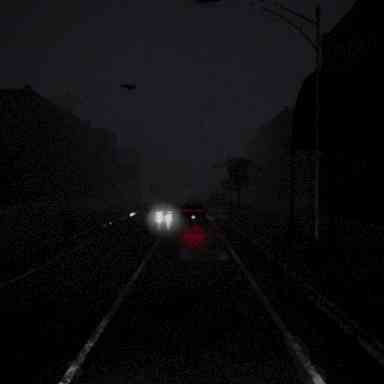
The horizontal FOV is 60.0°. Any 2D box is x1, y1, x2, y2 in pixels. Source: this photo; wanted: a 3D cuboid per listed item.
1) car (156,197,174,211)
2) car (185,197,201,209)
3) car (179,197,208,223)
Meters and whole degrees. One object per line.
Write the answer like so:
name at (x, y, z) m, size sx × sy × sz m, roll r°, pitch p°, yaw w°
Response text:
car at (-3.095, 1.321, 38.777) m, size 2.128 × 1.511 × 4.902 m, roll 0°, pitch 0°, yaw 0°
car at (0.095, 1.364, 42.137) m, size 1.994 × 1.385 × 4.181 m, roll 0°, pitch 0°, yaw 0°
car at (0.095, 1.428, 25.082) m, size 1.837 × 1.490 × 4.892 m, roll 0°, pitch 1°, yaw 0°
